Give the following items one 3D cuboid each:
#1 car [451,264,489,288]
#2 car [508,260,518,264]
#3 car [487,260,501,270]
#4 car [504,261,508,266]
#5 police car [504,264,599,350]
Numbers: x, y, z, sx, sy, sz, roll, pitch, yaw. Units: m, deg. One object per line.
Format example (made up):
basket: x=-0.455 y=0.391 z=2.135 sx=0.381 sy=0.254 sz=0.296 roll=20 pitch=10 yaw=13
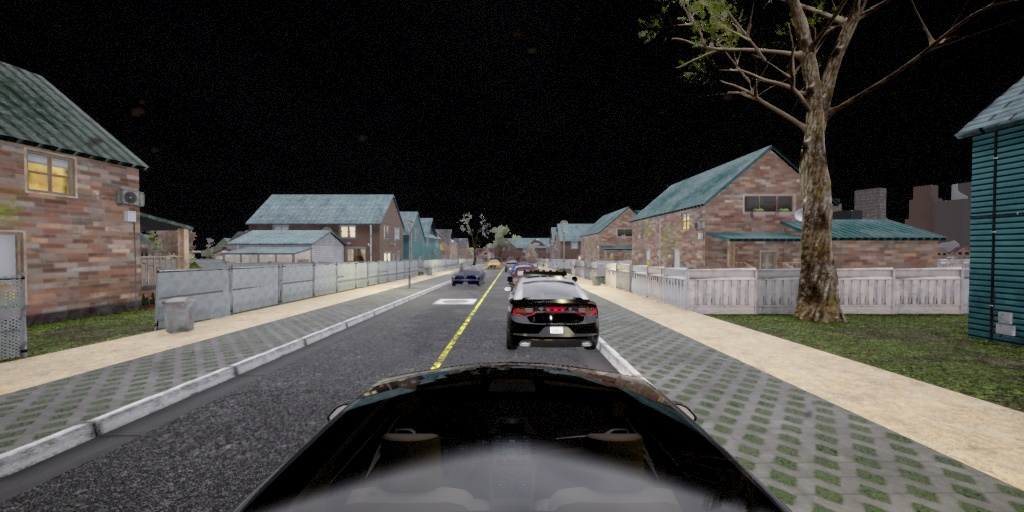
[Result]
car: x=-2.851 y=1.363 z=24.146 sx=1.895 sy=1.301 sz=4.718 roll=0 pitch=0 yaw=0
car: x=0.824 y=1.242 z=25.132 sx=1.882 sy=1.535 sz=5.008 roll=0 pitch=0 yaw=0
car: x=-2.757 y=1.311 z=54.991 sx=1.882 sy=1.535 sz=5.008 roll=0 pitch=0 yaw=0
car: x=0.032 y=1.302 z=47.617 sx=2.128 sy=1.511 sz=4.902 roll=0 pitch=0 yaw=0
police car: x=0.826 y=1.175 z=9.238 sx=1.930 sy=1.638 sz=5.238 roll=0 pitch=0 yaw=0
